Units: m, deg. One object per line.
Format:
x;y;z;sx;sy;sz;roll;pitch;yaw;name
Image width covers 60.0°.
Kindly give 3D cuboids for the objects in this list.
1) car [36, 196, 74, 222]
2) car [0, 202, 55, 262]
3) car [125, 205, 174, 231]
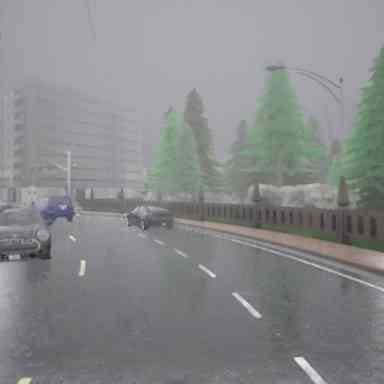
-11.494;1.358;26.967;2.150;2.045;5.566;0;-1;-42;car
-6.300;1.416;12.250;2.097;1.767;4.553;0;0;-23;car
-2.838;1.611;21.381;1.837;1.490;4.892;1;-1;-30;car
